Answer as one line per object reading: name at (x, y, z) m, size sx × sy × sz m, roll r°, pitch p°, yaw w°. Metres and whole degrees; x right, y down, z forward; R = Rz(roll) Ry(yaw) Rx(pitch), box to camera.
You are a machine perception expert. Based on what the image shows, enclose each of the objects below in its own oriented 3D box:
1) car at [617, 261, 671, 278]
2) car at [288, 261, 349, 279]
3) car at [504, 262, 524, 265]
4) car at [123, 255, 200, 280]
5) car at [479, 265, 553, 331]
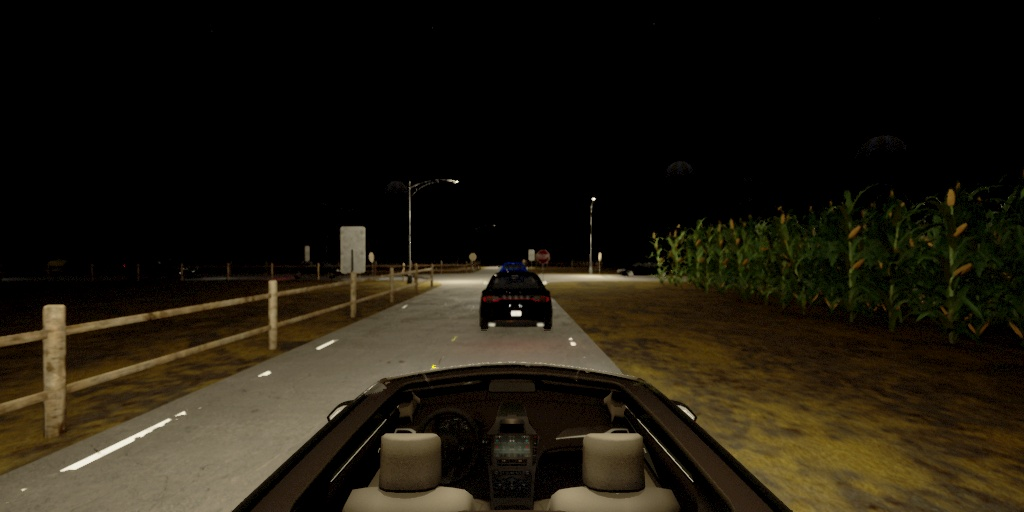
car at (12.739, 1.263, 34.708) m, size 5.008 × 1.535 × 1.882 m, roll 0°, pitch 1°, yaw -1°
car at (-17.173, 1.231, 31.947) m, size 4.902 × 1.511 × 2.128 m, roll 0°, pitch 1°, yaw 0°
car at (0.107, 1.183, 24.501) m, size 1.882 × 1.535 × 5.008 m, roll 0°, pitch 0°, yaw 0°
car at (-31.196, 1.000, 31.984) m, size 5.566 × 2.045 × 2.150 m, roll 1°, pitch 1°, yaw 0°
car at (0.100, 1.193, 10.936) m, size 1.882 × 1.535 × 5.008 m, roll 0°, pitch 0°, yaw 0°
